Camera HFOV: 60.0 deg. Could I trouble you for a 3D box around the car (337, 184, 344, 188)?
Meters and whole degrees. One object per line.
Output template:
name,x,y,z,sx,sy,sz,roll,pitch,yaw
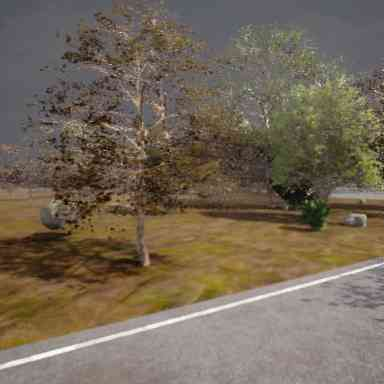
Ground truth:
car,33.761,-2.006,77.274,5.566,2.045,2.150,-7,4,-41
